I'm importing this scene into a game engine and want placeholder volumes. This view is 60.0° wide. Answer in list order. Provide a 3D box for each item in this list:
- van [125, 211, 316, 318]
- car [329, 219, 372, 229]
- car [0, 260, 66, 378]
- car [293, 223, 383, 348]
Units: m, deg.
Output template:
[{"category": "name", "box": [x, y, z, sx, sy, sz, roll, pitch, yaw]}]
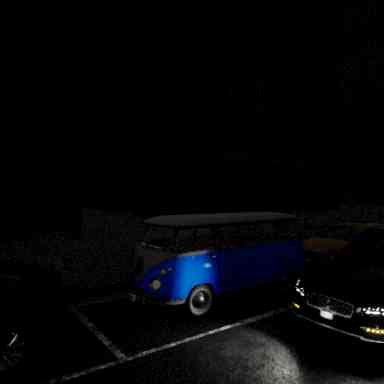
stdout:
[{"category": "van", "box": [0.646, 1.341, 7.116, 3.998, 1.788, 1.690, 0, 0, -36]}, {"category": "car", "box": [4.933, 1.525, 10.177, 4.829, 1.417, 1.752, 0, 0, -36]}, {"category": "car", "box": [-3.779, 1.566, 3.956, 4.313, 1.339, 1.947, 0, 0, -36]}, {"category": "car", "box": [3.899, 1.505, 6.163, 4.892, 1.490, 1.837, 0, 0, -35]}]
